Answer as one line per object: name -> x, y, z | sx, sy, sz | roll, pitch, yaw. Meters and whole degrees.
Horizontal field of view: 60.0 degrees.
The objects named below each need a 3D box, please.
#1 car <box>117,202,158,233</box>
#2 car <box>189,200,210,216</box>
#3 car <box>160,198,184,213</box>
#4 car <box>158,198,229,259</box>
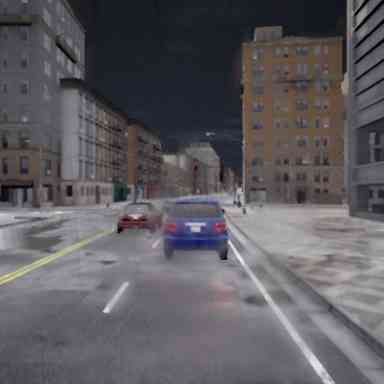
car -> -2.955, 1.373, 19.776 | 2.097, 1.767, 4.553 | 0, 0, 1
car -> 0.809, 1.580, 32.988 | 1.994, 1.385, 4.181 | 0, 0, 3
car -> -2.168, 1.506, 37.864 | 2.128, 1.511, 4.902 | 0, 0, 3
car -> 0.152, 1.243, 12.898 | 2.150, 2.045, 5.566 | 0, 0, 1
